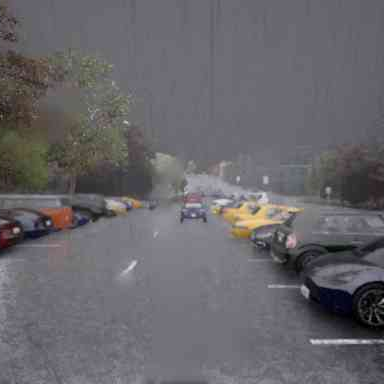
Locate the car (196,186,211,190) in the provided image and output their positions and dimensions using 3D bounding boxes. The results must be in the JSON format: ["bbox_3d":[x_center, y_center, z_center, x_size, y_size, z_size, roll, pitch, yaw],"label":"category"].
[{"bbox_3d":[4.242,0.197,77.702,5.566,2.045,2.435,0,1,0],"label":"car"}]

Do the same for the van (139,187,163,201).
[{"bbox_3d":[-8.690,0.337,66.487,4.442,1.987,1.878,1,1,0],"label":"van"}]

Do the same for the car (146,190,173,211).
[{"bbox_3d":[-3.553,1.098,38.263,2.150,2.045,5.566,0,0,1],"label":"car"}]

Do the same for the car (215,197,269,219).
[{"bbox_3d":[4.528,1.358,25.649,4.892,1.521,2.231,0,0,0],"label":"car"}]

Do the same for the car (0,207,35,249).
[{"bbox_3d":[-8.572,1.411,11.829,4.792,1.488,2.163,0,0,0],"label":"car"}]

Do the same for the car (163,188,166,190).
[{"bbox_3d":[-8.840,0.518,74.859,4.792,1.488,2.163,0,1,0],"label":"car"}]

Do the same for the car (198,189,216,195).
[{"bbox_3d":[4.252,0.034,94.427,4.792,1.488,2.163,0,2,0],"label":"car"}]

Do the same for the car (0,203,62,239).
[{"bbox_3d":[-8.572,1.399,14.468,4.792,1.488,2.163,0,0,0],"label":"car"}]

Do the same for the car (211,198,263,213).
[{"bbox_3d":[4.528,1.354,33.978,5.008,1.535,2.097,0,0,0],"label":"car"}]

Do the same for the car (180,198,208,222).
[{"bbox_3d":[0.106,1.403,24.710,1.812,1.442,4.674,0,0,0],"label":"car"}]

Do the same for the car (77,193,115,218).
[{"bbox_3d":[-8.573,1.108,22.902,5.566,2.045,2.435,0,0,0],"label":"car"}]

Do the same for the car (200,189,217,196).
[{"bbox_3d":[4.309,0.065,88.849,4.553,1.767,2.185,0,2,0],"label":"car"}]

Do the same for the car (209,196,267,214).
[{"bbox_3d":[4.349,1.353,28.426,5.366,1.575,1.946,0,0,0],"label":"car"}]

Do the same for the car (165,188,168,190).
[{"bbox_3d":[-8.995,0.446,77.651,5.366,1.575,1.946,0,1,0],"label":"car"}]

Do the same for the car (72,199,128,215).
[{"bbox_3d":[-8.543,1.397,31.212,4.674,1.452,2.002,0,0,0],"label":"car"}]

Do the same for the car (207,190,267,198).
[{"bbox_3d":[4.505,1.104,31.202,5.566,2.045,2.435,0,0,0],"label":"car"}]

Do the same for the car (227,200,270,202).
[{"bbox_3d":[4.721,1.359,17.200,5.366,1.575,1.946,0,0,0],"label":"car"}]

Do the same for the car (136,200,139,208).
[{"bbox_3d":[-8.579,1.229,36.628,4.553,1.767,2.185,0,0,0],"label":"car"}]

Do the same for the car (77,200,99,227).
[{"bbox_3d":[-8.516,1.389,20.133,4.792,1.488,2.163,0,0,0],"label":"car"}]

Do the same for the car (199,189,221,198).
[{"bbox_3d":[4.293,0.589,66.563,4.792,1.488,2.163,0,0,0],"label":"car"}]

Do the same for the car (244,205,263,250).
[{"bbox_3d":[4.543,1.382,11.780,4.892,1.521,2.231,0,0,0],"label":"car"}]

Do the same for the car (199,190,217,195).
[{"bbox_3d":[4.309,0.131,91.641,4.792,1.488,2.163,0,2,0],"label":"car"}]

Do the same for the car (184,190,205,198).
[{"bbox_3d":[0.149,1.091,41.027,2.150,2.045,5.566,0,1,2],"label":"car"}]

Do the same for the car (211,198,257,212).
[{"bbox_3d":[4.562,1.383,36.754,4.792,1.488,2.163,0,0,0],"label":"car"}]

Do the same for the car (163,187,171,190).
[{"bbox_3d":[-8.797,0.196,88.680,5.008,1.535,2.097,0,2,0],"label":"car"}]

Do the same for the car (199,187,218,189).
[{"bbox_3d":[4.236,0.390,72.132,4.553,1.767,2.185,0,1,0],"label":"car"}]

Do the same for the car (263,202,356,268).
[{"bbox_3d":[4.506,1.275,8.999,4.553,1.767,2.185,0,0,0],"label":"car"}]

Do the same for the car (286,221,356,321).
[{"bbox_3d":[4.509,1.452,6.228,4.792,1.488,2.163,0,1,0],"label":"car"}]

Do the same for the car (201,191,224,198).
[{"bbox_3d":[4.236,0.568,69.347,4.792,1.488,2.163,0,0,0],"label":"car"}]

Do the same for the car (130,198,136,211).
[{"bbox_3d":[-8.517,1.385,33.982,4.792,1.488,2.163,0,0,0],"label":"car"}]

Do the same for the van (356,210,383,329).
[{"bbox_3d":[4.422,1.222,3.449,4.442,1.987,1.878,0,1,0],"label":"van"}]

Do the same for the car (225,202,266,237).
[{"bbox_3d":[4.351,1.366,14.547,5.366,1.575,1.946,0,0,0],"label":"car"}]

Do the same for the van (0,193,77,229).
[{"bbox_3d":[-8.661,1.137,17.239,4.442,1.987,1.878,0,0,0],"label":"van"}]

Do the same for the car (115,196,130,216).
[{"bbox_3d":[-8.360,1.354,28.442,5.366,1.575,1.946,0,0,0],"label":"car"}]
